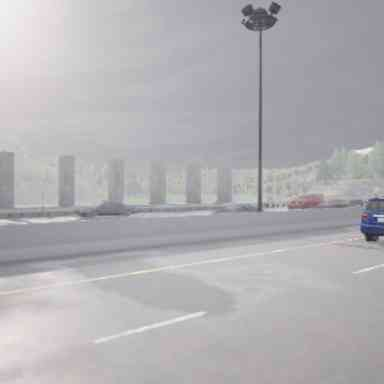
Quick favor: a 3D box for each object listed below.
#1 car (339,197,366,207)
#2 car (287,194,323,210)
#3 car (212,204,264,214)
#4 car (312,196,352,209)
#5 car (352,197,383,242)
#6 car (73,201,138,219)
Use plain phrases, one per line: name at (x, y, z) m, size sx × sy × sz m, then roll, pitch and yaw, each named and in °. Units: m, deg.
car at (25.826, 1.531, 53.446) m, size 4.674 × 1.442 × 1.812 m, roll 0°, pitch 0°, yaw -36°
car at (13.938, 1.222, 40.211) m, size 5.566 × 2.045 × 2.150 m, roll 0°, pitch 0°, yaw -37°
car at (3.254, 1.556, 23.566) m, size 4.181 × 1.385 × 1.994 m, roll 0°, pitch 0°, yaw -36°
car at (16.029, 1.508, 37.405) m, size 4.892 × 1.490 × 1.837 m, roll 1°, pitch 0°, yaw -37°
car at (9.883, 1.227, 15.146) m, size 5.566 × 2.045 × 2.150 m, roll 0°, pitch 0°, yaw -36°
car at (-7.351, 1.524, 28.850) m, size 5.357 × 1.411 × 2.033 m, roll 0°, pitch 0°, yaw -36°
